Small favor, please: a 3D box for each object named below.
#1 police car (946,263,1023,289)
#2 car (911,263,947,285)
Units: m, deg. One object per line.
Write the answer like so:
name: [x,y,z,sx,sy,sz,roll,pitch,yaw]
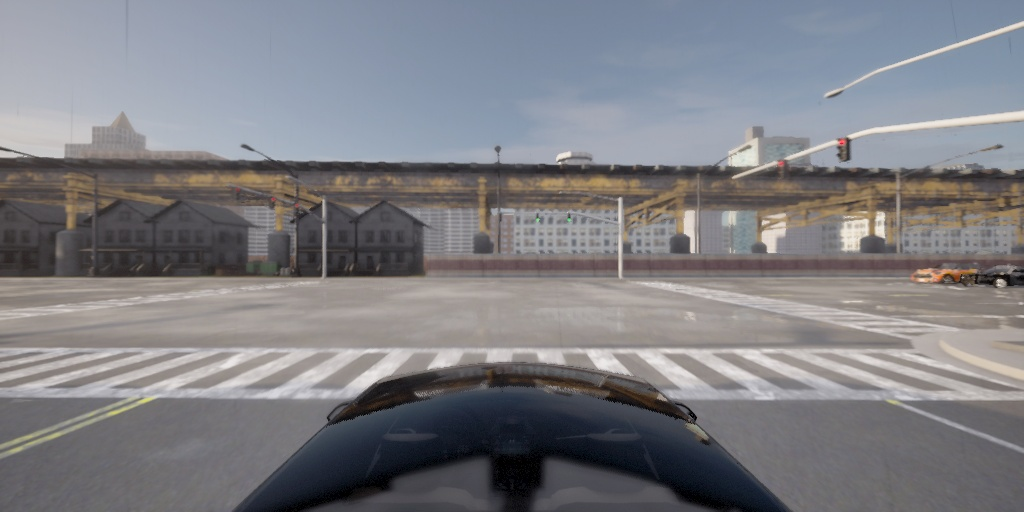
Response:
police car: [33.732,1.359,24.565,5.238,1.638,1.930,0,-1,0]
car: [34.409,1.315,28.152,4.553,1.767,2.097,0,-1,0]
